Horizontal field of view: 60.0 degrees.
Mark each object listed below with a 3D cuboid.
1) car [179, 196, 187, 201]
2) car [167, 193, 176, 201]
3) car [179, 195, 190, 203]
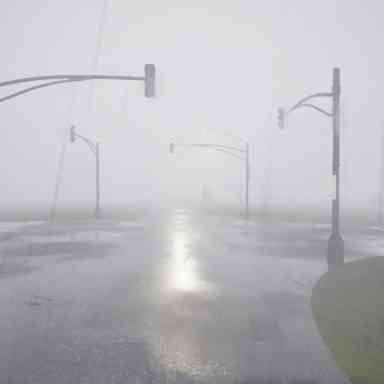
[{"bbox_3d":[-2.183,1.558,79.898,1.895,1.301,4.718,0,0,-4],"label":"car"},{"bbox_3d":[-4.570,1.013,73.918,2.097,1.767,4.553,0,0,-3],"label":"car"},{"bbox_3d":[-1.586,1.383,69.824,2.097,1.767,4.553,0,0,-3],"label":"car"}]
